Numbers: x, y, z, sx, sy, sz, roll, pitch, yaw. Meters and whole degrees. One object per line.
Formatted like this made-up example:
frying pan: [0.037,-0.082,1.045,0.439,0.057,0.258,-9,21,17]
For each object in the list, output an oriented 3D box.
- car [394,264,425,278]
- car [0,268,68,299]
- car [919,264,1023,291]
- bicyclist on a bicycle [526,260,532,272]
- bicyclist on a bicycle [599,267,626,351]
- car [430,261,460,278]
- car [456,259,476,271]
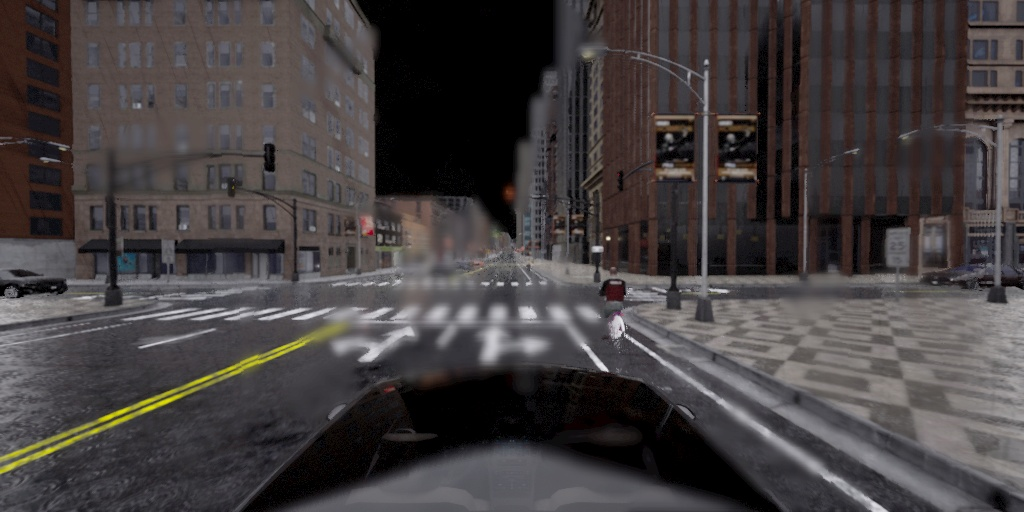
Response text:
car: [-9.874,1.411,34.837,1.895,1.301,4.718,0,0,0]
car: [-25.995,1.354,18.392,5.008,1.535,1.882,0,1,0]
car: [26.816,1.179,20.481,5.357,1.411,2.033,0,1,0]
bicyclist on a bicycle: [2.197,1.270,46.942,0.866,1.612,1.509,0,0,0]
bicyclist on a bicycle: [2.246,1.129,8.146,0.659,1.776,1.843,0,0,0]
car: [-6.624,1.411,34.840,1.895,1.301,4.718,0,0,0]
car: [-6.623,1.402,50.256,1.994,1.385,4.181,0,0,0]
